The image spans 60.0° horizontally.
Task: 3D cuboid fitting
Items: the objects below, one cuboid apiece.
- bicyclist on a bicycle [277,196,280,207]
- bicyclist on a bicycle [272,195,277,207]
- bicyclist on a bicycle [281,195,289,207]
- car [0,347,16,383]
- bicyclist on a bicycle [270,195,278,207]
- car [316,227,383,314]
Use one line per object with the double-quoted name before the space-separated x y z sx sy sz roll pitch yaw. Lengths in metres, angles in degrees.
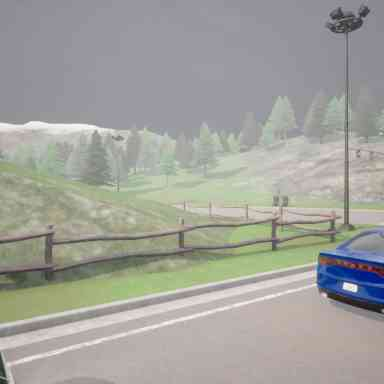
"bicyclist on a bicycle" 12.911 1.302 46.920 0.582 1.620 1.656 0 0 35
"bicyclist on a bicycle" 12.178 1.302 47.426 0.582 1.620 1.656 0 0 34
"bicyclist on a bicycle" 13.277 1.302 46.665 0.582 1.620 1.656 0 0 35
"car" -3.275 1.352 1.476 4.553 1.767 2.097 0 0 -35
"bicyclist on a bicycle" 11.810 1.302 47.678 0.582 1.620 1.656 0 0 34
"car" 4.756 1.478 7.078 5.008 1.535 1.882 0 0 -34
